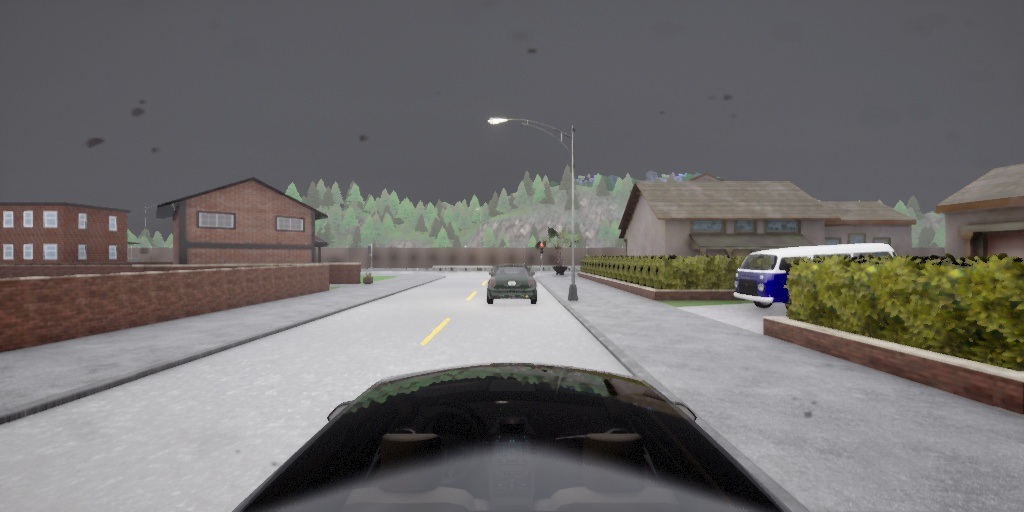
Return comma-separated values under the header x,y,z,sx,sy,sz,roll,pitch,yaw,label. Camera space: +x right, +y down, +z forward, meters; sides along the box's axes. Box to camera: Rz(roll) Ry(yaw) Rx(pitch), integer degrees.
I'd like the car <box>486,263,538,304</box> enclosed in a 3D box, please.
x,y,z,sx,sy,sz,roll,pitch,yaw,label
0.000,1.115,16.470,2.097,1.767,4.553,0,0,0,car
